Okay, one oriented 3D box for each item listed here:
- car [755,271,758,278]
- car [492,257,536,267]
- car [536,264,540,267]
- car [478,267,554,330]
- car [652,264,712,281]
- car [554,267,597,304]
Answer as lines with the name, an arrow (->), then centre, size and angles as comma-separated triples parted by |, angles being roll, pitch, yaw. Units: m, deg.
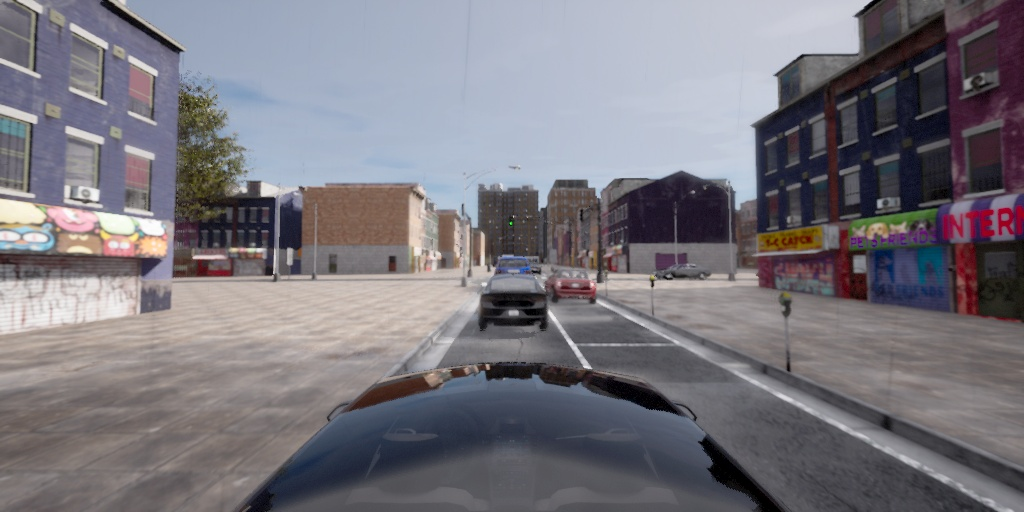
car -> 24.303, 1.531, 31.653 | 4.718, 1.301, 1.895 | 0, -2, 0
car -> -0.046, 1.073, 22.171 | 2.150, 2.045, 5.566 | 0, 0, -3
car -> 2.628, 1.587, 43.626 | 1.948, 1.339, 4.313 | 0, 0, 0
car -> 0.028, 1.274, 11.379 | 1.882, 1.535, 5.008 | 0, 0, 0
car -> 14.982, 1.427, 31.718 | 4.902, 1.511, 2.128 | 0, -2, 0
car -> 2.635, 1.266, 16.882 | 1.967, 1.591, 4.097 | 0, 0, 0
